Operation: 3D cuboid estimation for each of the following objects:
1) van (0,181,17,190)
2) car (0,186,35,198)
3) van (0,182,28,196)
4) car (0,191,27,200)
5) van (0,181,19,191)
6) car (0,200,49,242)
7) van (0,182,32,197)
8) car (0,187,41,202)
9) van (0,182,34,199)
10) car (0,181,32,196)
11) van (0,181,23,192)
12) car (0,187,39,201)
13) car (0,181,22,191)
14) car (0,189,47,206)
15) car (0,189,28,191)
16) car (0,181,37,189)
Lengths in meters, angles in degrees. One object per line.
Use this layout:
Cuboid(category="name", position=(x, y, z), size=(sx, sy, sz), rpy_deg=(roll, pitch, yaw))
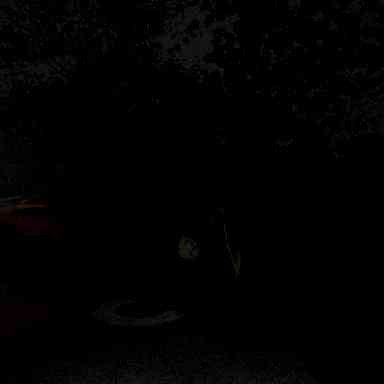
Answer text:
Cuboid(category="van", position=(-43.278, -1.554, 77.366), size=(4.442, 1.987, 1.878), rpy_deg=(1, 1, -30))
Cuboid(category="car", position=(-23.583, -0.030, 43.835), size=(5.008, 1.535, 2.097), rpy_deg=(1, 1, -30))
Cuboid(category="van", position=(-26.472, -0.442, 48.552), size=(4.442, 1.987, 1.878), rpy_deg=(1, 1, -30))
Cuboid(category="car", position=(-8.287, 1.060, 17.659), size=(4.553, 1.767, 2.185), rpy_deg=(1, 2, -30))
Cuboid(category="van", position=(-40.282, -1.365, 72.693), size=(4.442, 1.987, 1.878), rpy_deg=(1, 1, -30))
Cuboid(category="car", position=(-6.928, 1.301, 15.252), size=(5.008, 1.535, 2.097), rpy_deg=(1, 2, -30))
Cuboid(category="van", position=(-24.875, -0.346, 46.278), size=(4.442, 1.987, 1.878), rpy_deg=(1, 1, -30))
Cuboid(category="car", position=(-19.447, 0.293, 36.788), size=(4.792, 1.488, 2.163), rpy_deg=(1, 2, -30))
Cuboid(category="van", position=(-22.272, -0.162, 41.368), size=(4.442, 1.987, 1.878), rpy_deg=(1, 2, -31))
Cuboid(category="car", position=(-27.789, -0.559, 50.987), size=(5.566, 2.045, 2.435), rpy_deg=(1, 1, -30))
Cuboid(category="van", position=(-34.703, -0.996, 63.127), size=(4.442, 1.987, 1.878), rpy_deg=(1, 1, -30))
Cuboid(category="car", position=(-20.775, 0.193, 39.067), size=(4.792, 1.488, 2.163), rpy_deg=(1, 1, -30))
Cuboid(category="car", position=(-39.012, -1.301, 70.228), size=(5.566, 2.045, 2.435), rpy_deg=(1, 1, -30))
Cuboid(category="car", position=(-16.645, 0.521, 31.870), size=(4.792, 1.488, 2.163), rpy_deg=(1, 2, -30))
Cuboid(category="car", position=(-12.598, 0.835, 24.618), size=(5.366, 1.575, 1.946), rpy_deg=(1, 2, -30))
Cuboid(category="car", position=(-15.192, 0.358, 29.500), size=(5.566, 2.045, 2.435), rpy_deg=(1, 2, -30))
